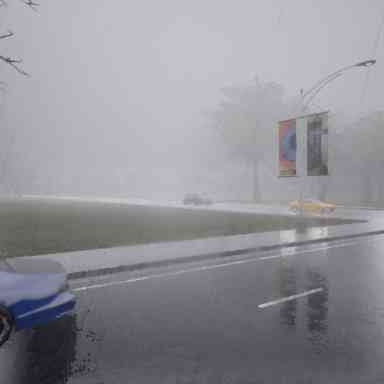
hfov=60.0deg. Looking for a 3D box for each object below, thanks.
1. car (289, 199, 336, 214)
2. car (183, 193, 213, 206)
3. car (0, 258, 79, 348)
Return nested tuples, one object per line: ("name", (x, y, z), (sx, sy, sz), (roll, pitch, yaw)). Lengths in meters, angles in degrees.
("car", (12.678, 1.474, 35.212), (1.882, 1.535, 5.008), (0, 0, -36))
("car", (0.875, 1.156, 51.392), (2.150, 2.045, 5.566), (0, 0, -36))
("car", (-4.430, 1.547, 4.513), (5.357, 1.411, 2.033), (0, 0, -36))
